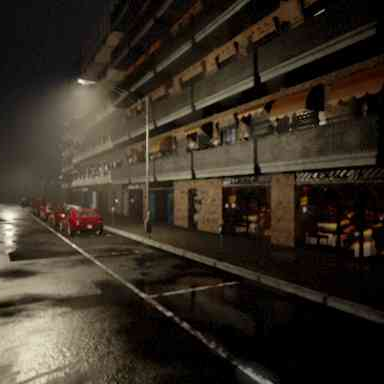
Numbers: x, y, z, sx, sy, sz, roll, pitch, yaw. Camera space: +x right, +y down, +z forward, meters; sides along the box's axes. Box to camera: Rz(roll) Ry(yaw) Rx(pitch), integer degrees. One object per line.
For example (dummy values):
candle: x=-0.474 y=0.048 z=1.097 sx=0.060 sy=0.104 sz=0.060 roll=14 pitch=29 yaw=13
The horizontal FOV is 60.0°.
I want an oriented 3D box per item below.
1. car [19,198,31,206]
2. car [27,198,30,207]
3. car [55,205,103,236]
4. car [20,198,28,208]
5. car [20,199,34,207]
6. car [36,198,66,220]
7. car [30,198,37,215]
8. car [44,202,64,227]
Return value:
car: x=-31.616 y=1.873 z=63.022 sx=1.752 sy=1.417 sz=4.829 roll=0 pitch=0 yaw=-30
car: x=-17.533 y=1.639 z=38.451 sx=1.967 sy=1.590 sz=4.097 roll=0 pitch=0 yaw=-30
car: x=-6.334 y=1.636 z=18.911 sx=1.887 sy=1.381 sz=4.507 roll=0 pitch=0 yaw=-30
car: x=-25.932 y=1.725 z=53.104 sx=1.967 sy=1.590 sz=4.097 roll=0 pitch=0 yaw=-30
car: x=-28.731 y=1.881 z=57.989 sx=1.947 sy=1.339 sz=4.313 roll=0 pitch=0 yaw=-30
car: x=-11.933 y=1.585 z=28.680 sx=1.967 sy=1.590 sz=4.097 roll=0 pitch=0 yaw=-30
car: x=-14.734 y=1.487 z=33.565 sx=2.192 sy=1.841 sz=5.009 roll=0 pitch=0 yaw=-30
car: x=-9.134 y=1.662 z=23.796 sx=1.887 sy=1.381 sz=4.507 roll=0 pitch=0 yaw=-30
